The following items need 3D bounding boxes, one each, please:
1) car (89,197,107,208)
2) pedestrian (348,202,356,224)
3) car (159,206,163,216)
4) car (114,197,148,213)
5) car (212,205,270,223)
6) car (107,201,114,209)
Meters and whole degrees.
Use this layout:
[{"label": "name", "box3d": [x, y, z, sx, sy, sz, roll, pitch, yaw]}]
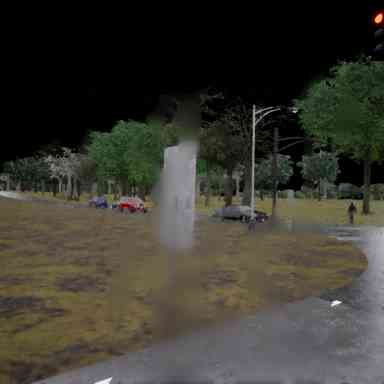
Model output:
[{"label": "car", "box3d": [-18.383, 1.964, 65.213, 2.150, 2.045, 5.566, 3, -2, -36]}, {"label": "pedestrian", "box3d": [13.341, 1.718, 27.808, 0.375, 1.860, 0.375, 2, -1, -36]}, {"label": "car", "box3d": [-1.863, 1.928, 35.889, 1.994, 1.385, 4.181, 3, -2, -37]}, {"label": "car", "box3d": [-7.952, 1.680, 44.416, 2.150, 2.045, 5.566, 3, -2, -35]}, {"label": "car", "box3d": [3.950, 1.793, 27.834, 2.033, 1.411, 5.357, 3, -2, -36]}, {"label": "car", "box3d": [-12.294, 2.189, 56.734, 1.837, 1.490, 4.892, 3, -2, -36]}]
